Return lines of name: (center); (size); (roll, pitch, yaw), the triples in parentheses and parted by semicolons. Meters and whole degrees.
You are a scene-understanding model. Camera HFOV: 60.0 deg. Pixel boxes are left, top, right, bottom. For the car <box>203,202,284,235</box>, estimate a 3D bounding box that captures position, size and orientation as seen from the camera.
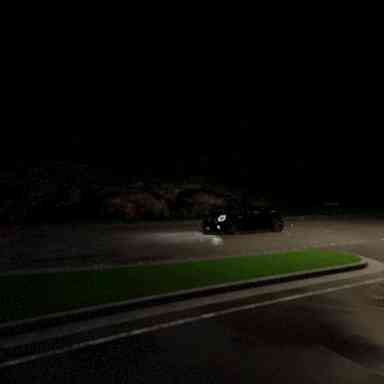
car: (2.874, 1.364, 18.731); (4.553, 1.767, 2.097); (0, 0, -26)
